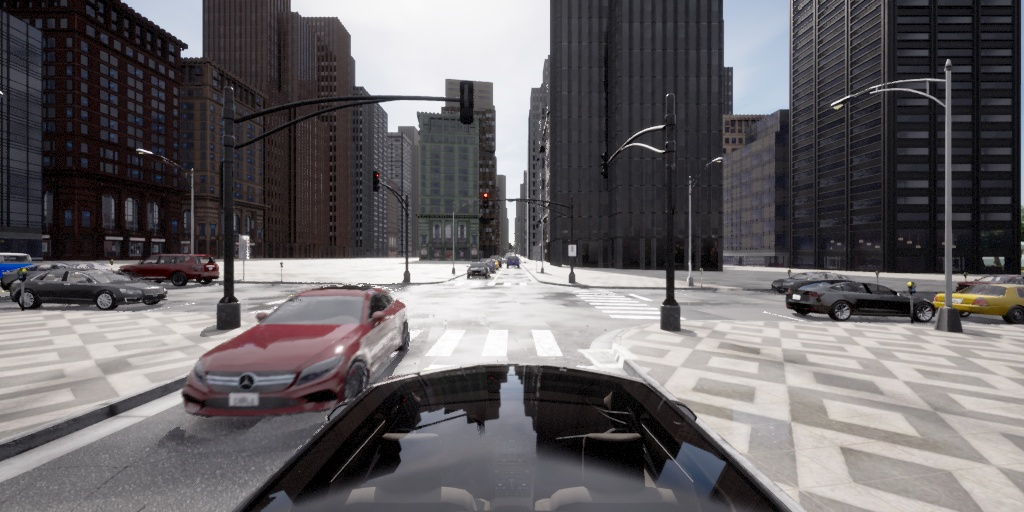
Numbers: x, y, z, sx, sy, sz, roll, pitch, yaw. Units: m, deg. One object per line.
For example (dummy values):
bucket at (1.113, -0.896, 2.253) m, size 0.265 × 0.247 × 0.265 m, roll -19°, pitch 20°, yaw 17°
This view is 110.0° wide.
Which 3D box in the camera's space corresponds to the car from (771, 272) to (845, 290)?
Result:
car at (17.809, 1.591, 21.193) m, size 4.403 × 1.370 × 2.007 m, roll 0°, pitch 0°, yaw 0°

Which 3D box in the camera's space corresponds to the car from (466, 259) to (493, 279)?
car at (-3.052, 1.255, 33.224) m, size 1.837 × 1.490 × 4.892 m, roll 0°, pitch 0°, yaw 0°

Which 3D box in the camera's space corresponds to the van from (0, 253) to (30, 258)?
van at (-31.116, 0.680, 21.183) m, size 3.998 × 1.789 × 1.690 m, roll 0°, pitch 0°, yaw 0°

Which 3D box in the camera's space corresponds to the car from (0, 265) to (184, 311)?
car at (-14.764, 1.116, 12.629) m, size 4.403 × 1.370 × 2.007 m, roll 0°, pitch 0°, yaw 0°

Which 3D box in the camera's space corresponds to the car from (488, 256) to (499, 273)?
car at (-3.035, 1.102, 42.277) m, size 2.097 × 1.767 × 4.553 m, roll 0°, pitch 0°, yaw 0°

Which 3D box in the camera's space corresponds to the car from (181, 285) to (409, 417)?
car at (-3.024, 1.276, 6.156) m, size 1.812 × 1.442 × 4.674 m, roll 1°, pitch 0°, yaw -4°

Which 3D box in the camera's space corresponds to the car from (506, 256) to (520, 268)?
car at (0.189, 0.974, 61.346) m, size 2.150 × 2.045 × 5.566 m, roll 0°, pitch 0°, yaw 0°

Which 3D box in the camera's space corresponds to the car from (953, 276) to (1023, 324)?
car at (17.956, 1.571, 12.668) m, size 4.829 × 1.417 × 1.751 m, roll 0°, pitch 0°, yaw 0°

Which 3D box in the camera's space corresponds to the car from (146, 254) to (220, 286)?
car at (-20.197, 0.799, 21.164) m, size 5.009 × 1.841 × 2.192 m, roll 0°, pitch 0°, yaw 0°

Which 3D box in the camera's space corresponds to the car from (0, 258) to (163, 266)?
car at (-18.602, 1.003, 15.393) m, size 4.902 × 1.511 × 2.128 m, roll 1°, pitch 0°, yaw 0°

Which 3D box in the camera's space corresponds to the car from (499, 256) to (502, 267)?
car at (-2.949, 0.973, 63.177) m, size 2.150 × 2.045 × 5.566 m, roll 0°, pitch 0°, yaw 1°

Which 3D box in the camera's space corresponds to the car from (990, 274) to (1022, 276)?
car at (29.095, 1.766, 21.174) m, size 4.507 × 1.381 × 1.888 m, roll 0°, pitch 0°, yaw 0°

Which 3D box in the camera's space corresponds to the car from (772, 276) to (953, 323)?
car at (12.143, 1.524, 12.678) m, size 4.313 × 1.339 × 1.948 m, roll 0°, pitch 0°, yaw 0°

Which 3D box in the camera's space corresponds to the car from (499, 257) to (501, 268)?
car at (-3.013, 1.228, 52.476) m, size 1.882 × 1.535 × 5.008 m, roll 0°, pitch 0°, yaw 0°
